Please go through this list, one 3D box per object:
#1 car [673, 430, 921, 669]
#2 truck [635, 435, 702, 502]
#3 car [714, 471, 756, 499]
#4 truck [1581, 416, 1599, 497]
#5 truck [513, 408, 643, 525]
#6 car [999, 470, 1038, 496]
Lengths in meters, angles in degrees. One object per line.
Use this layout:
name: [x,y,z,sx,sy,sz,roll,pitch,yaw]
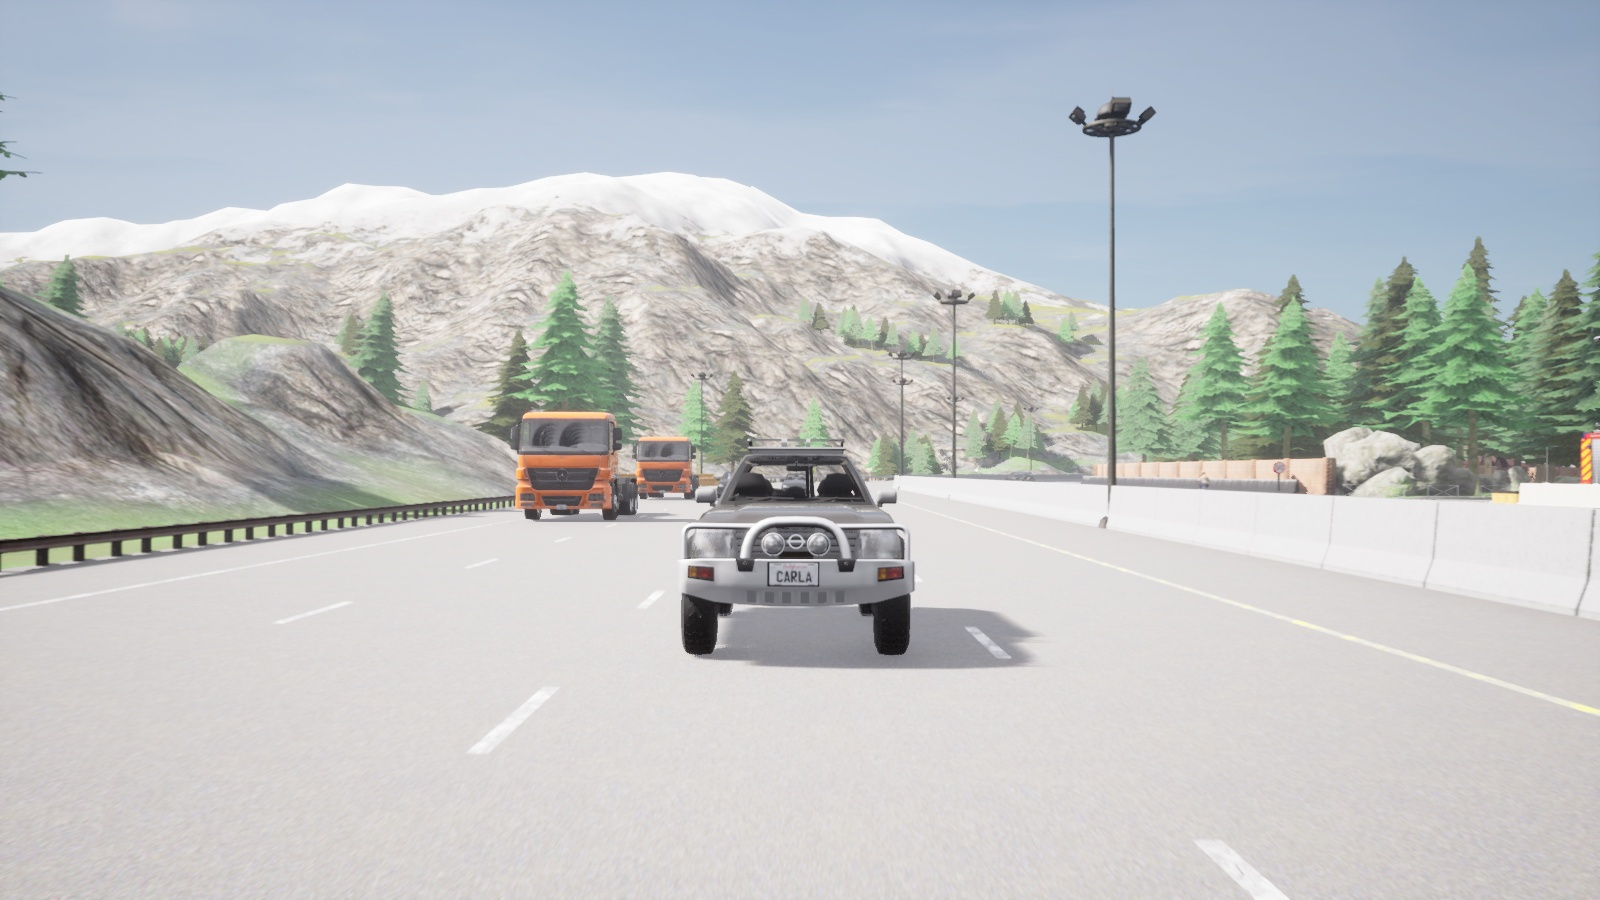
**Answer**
car: [-0.030,0.836,12.107,1.932,1.855,4.605,0,-1,0]
truck: [-7.172,1.024,69.428,2.891,3.462,7.936,0,-1,0]
car: [-3.674,1.986,71.711,2.128,1.511,4.902,0,-1,0]
truck: [42.119,0.280,59.390,8.468,3.827,2.891,0,-1,0]
truck: [-7.104,0.554,41.401,2.891,3.462,7.936,0,-1,0]
car: [13.807,2.067,79.404,1.789,1.549,3.705,0,-1,0]
